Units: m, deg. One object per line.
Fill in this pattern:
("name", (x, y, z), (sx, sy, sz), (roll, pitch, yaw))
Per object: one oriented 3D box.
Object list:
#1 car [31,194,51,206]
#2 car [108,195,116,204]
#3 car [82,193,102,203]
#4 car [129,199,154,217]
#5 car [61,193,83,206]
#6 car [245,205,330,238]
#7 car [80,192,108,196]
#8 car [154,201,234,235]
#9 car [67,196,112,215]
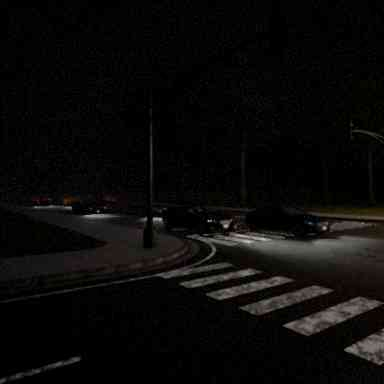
("car", (-22.506, 1.133, 49.576), (2.097, 1.767, 4.553), (-1, 1, -36))
("car", (-13.877, 1.240, 54.330), (1.812, 1.442, 4.674), (-1, 0, -36))
("car", (-18.086, 1.054, 60.083), (2.097, 1.767, 4.553), (-1, 0, -36))
("car", (-4.014, 1.356, 29.482), (1.812, 1.442, 4.674), (-1, 1, -36))
("car", (-17.521, 1.244, 48.181), (1.882, 1.535, 5.008), (0, 0, -35))
("car", (4.793, 1.409, 17.347), (1.812, 1.442, 4.674), (-1, 0, -36))
("car", (-14.935, 1.094, 50.302), (2.097, 1.767, 4.553), (-1, 0, -35))
("car", (0.217, 1.387, 18.129), (2.128, 1.511, 4.902), (-1, 1, -36))
("car", (-10.050, 1.382, 32.265), (2.033, 1.411, 5.357), (-1, 0, -36))
